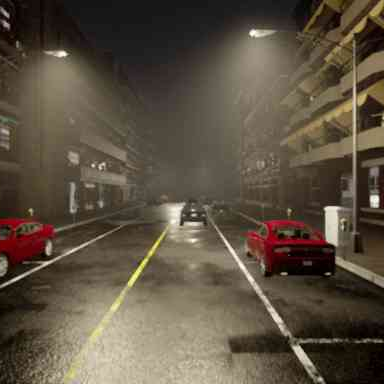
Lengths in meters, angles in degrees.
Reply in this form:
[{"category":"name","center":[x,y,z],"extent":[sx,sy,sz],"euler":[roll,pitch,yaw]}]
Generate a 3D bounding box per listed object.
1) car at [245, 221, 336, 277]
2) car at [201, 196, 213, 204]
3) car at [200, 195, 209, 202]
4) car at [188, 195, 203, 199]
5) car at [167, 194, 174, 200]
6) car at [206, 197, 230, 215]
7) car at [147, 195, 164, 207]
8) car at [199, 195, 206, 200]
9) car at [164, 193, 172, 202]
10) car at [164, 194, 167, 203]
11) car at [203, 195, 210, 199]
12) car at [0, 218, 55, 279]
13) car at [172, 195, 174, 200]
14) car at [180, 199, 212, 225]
[{"category":"car","center":[2.693,1.522,9.983],"extent":[1.887,1.381,4.507],"euler":[0,0,0]},{"category":"car","center":[2.699,1.424,60.709],"extent":[1.947,1.339,4.313],"euler":[0,0,0]},{"category":"car","center":[2.700,1.413,71.982],"extent":[1.802,1.307,4.206],"euler":[0,0,0]},{"category":"car","center":[0.110,1.430,41.301],"extent":[1.812,1.442,4.674],"euler":[0,0,0]},{"category":"car","center":[-5.678,1.316,88.725],"extent":[1.752,1.417,4.829],"euler":[0,0,0]},{"category":"car","center":[2.696,1.476,32.528],"extent":[2.008,1.369,4.403],"euler":[0,0,0]},{"category":"car","center":[-5.683,1.436,49.441],"extent":[2.008,1.369,4.403],"euler":[0,0,0]},{"category":"car","center":[2.702,1.373,88.891],"extent":[1.802,1.307,4.206],"euler":[0,0,0]},{"category":"car","center":[-5.681,1.389,66.351],"extent":[1.887,1.381,4.507],"euler":[0,0,0]},{"category":"car","center":[-5.683,1.423,55.078],"extent":[2.008,1.369,4.403],"euler":[0,0,0]},{"category":"car","center":[2.699,1.397,55.243],"extent":[1.752,1.417,4.829],"euler":[0,0,0]},{"category":"car","center":[-5.687,1.522,9.989],"extent":[1.887,1.381,4.507],"euler":[0,0,0]},{"category":"car","center":[-5.679,1.133,77.623],"extent":[2.192,1.841,5.009],"euler":[0,0,0]},{"category":"car","center":[0.104,1.494,23.431],"extent":[2.033,1.411,5.357],"euler":[0,0,0]}]
